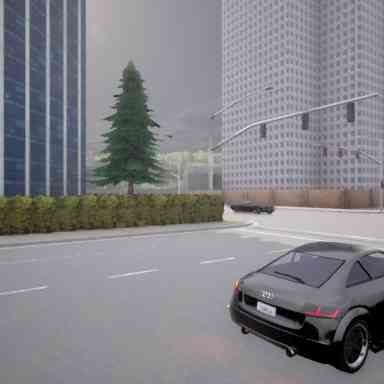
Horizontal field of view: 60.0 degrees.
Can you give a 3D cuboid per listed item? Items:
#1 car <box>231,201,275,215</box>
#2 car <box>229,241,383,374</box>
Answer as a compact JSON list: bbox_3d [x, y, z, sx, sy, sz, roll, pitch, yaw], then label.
[{"bbox_3d":[6.156,1.601,33.865,1.895,1.301,4.718,0,0,-35],"label":"car"},{"bbox_3d":[2.661,1.564,5.679,4.181,1.385,1.994,0,0,-35],"label":"car"}]
